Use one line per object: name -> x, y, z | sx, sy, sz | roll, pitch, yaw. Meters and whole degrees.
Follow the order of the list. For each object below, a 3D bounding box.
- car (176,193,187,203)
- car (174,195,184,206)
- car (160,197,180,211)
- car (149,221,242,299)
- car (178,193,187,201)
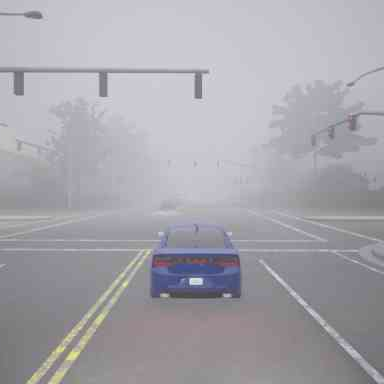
car -> -2.534, 1.222, 69.385 | 2.150, 2.045, 5.566 | 0, 0, 0
car -> -2.744, 1.563, 55.139 | 1.994, 1.385, 4.181 | 0, 0, 1
car -> -2.889, 1.601, 40.921 | 1.895, 1.301, 4.718 | 0, 0, 1
car -> 0.086, 1.478, 8.537 | 1.882, 1.535, 5.008 | 0, 0, 0
car -> -2.415, 1.225, 83.466 | 2.150, 2.045, 5.566 | 0, 0, 0
